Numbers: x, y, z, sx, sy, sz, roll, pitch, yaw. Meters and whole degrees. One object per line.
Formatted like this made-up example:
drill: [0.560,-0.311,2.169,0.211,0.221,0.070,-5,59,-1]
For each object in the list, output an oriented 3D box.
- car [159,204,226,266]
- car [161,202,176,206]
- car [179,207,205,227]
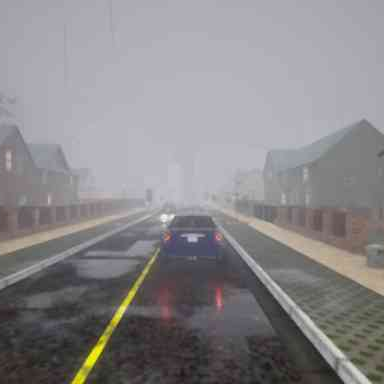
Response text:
car: [0.039,1.491,12.272,2.097,1.767,4.553,0,-1,1]
car: [-2.806,1.975,42.161,2.128,1.511,4.902,0,-1,1]
car: [0.032,1.906,26.728,1.895,1.301,4.718,0,-1,1]
